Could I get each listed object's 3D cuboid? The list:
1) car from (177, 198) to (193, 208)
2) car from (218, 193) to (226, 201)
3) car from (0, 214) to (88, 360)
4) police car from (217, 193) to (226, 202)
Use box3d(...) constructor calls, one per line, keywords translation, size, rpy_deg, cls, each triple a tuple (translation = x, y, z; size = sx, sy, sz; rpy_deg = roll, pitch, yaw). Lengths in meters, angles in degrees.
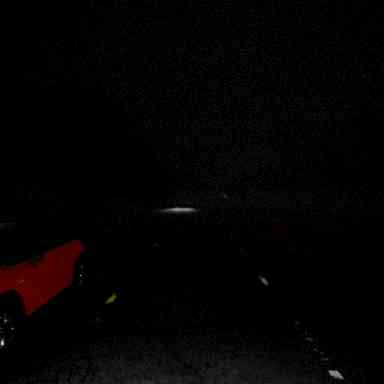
box3d(translation=(-1.060, 1.620, 49.099), size=(1.895, 1.301, 4.718), rpy_deg=(-1, 1, 6), cls="car")
box3d(translation=(8.419, 1.270, 92.397), size=(2.150, 2.045, 5.566), rpy_deg=(1, 0, 6), cls="car")
box3d(translation=(-3.520, 1.357, 5.918), size=(2.097, 1.767, 4.553), rpy_deg=(0, 0, 1), cls="car")
box3d(translation=(7.287, 1.498, 82.533), size=(1.930, 1.638, 5.238), rpy_deg=(0, 0, 6), cls="police car")
